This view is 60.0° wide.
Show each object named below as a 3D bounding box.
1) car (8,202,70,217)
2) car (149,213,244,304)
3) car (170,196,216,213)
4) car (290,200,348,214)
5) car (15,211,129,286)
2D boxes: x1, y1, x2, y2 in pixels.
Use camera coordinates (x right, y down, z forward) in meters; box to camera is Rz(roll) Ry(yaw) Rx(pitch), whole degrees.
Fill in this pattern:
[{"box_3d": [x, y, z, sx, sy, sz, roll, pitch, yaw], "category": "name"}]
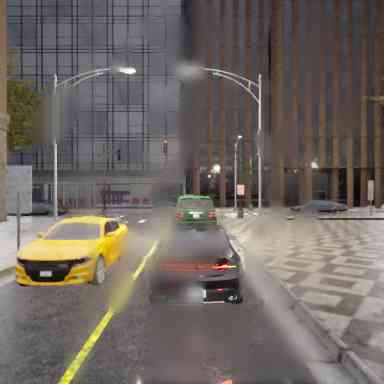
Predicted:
[{"box_3d": [-13.954, 1.601, 30.291, 5.357, 1.411, 2.033, 0, 0, 1], "category": "car"}, {"box_3d": [0.082, 1.504, 8.143, 1.837, 1.490, 4.892, 0, 0, 0], "category": "car"}, {"box_3d": [0.041, 1.219, 18.134, 2.150, 2.045, 5.566, 0, 0, -3], "category": "car"}, {"box_3d": [12.734, 1.487, 33.514, 5.357, 1.411, 2.033, 0, 0, 0], "category": "car"}, {"box_3d": [-3.108, 1.476, 9.578, 1.882, 1.535, 5.008, 0, 0, 0], "category": "car"}]
